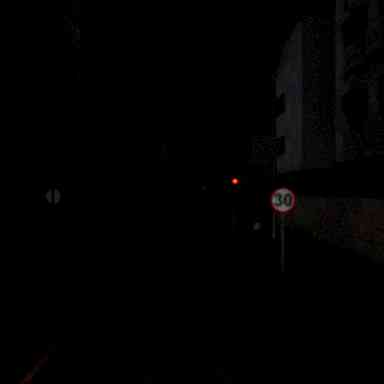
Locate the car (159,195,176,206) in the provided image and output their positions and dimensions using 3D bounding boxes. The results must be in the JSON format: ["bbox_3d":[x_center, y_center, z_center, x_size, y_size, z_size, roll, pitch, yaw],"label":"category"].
[{"bbox_3d":[-4.079,1.421,52.305,2.033,1.411,5.357,0,0,0],"label":"car"}]

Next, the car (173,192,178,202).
[{"bbox_3d":[-4.037,1.341,68.659,1.882,1.535,5.008,0,-1,0],"label":"car"}]
